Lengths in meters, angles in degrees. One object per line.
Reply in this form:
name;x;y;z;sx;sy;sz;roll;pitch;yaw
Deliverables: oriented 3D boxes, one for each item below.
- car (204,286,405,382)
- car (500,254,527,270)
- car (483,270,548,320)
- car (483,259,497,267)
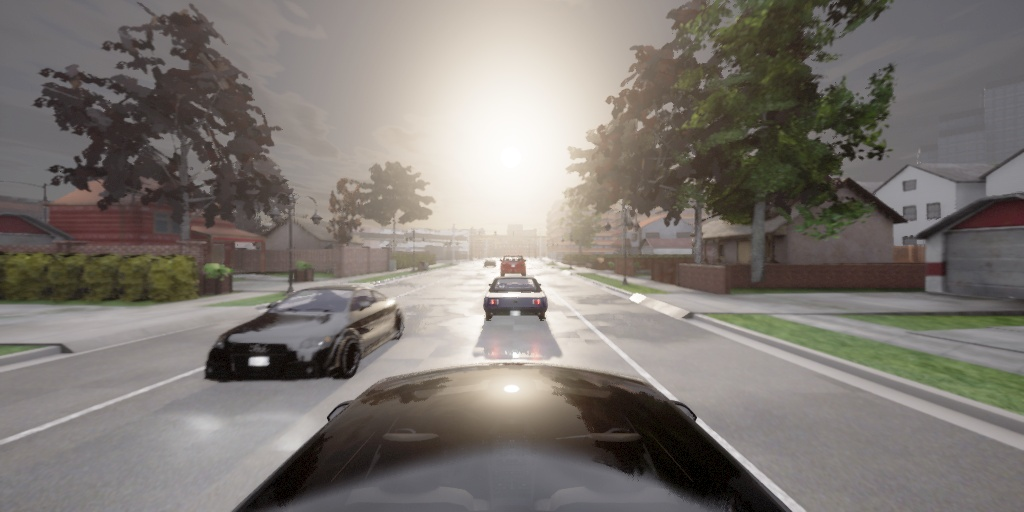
car;-3.601;1.307;7.093;1.994;1.385;4.181;0;0;0
car;0.100;0.860;31.404;2.150;2.045;5.566;0;0;0
car;0.100;1.331;12.420;1.895;1.301;4.718;0;0;0
car;-3.519;1.085;57.802;1.895;1.301;4.718;0;0;0
